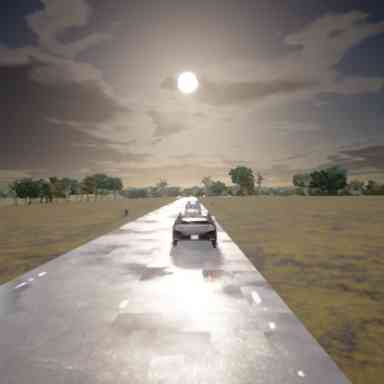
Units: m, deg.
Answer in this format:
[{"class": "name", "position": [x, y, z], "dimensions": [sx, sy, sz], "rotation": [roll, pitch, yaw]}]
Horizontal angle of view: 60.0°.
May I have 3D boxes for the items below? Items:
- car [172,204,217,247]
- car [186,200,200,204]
[{"class": "car", "position": [0.104, 1.515, 15.143], "dimensions": [2.128, 1.511, 4.902], "rotation": [0, 0, 0]}, {"class": "car", "position": [0.111, 1.633, 37.223], "dimensions": [2.033, 1.411, 5.357], "rotation": [0, 0, 0]}]
